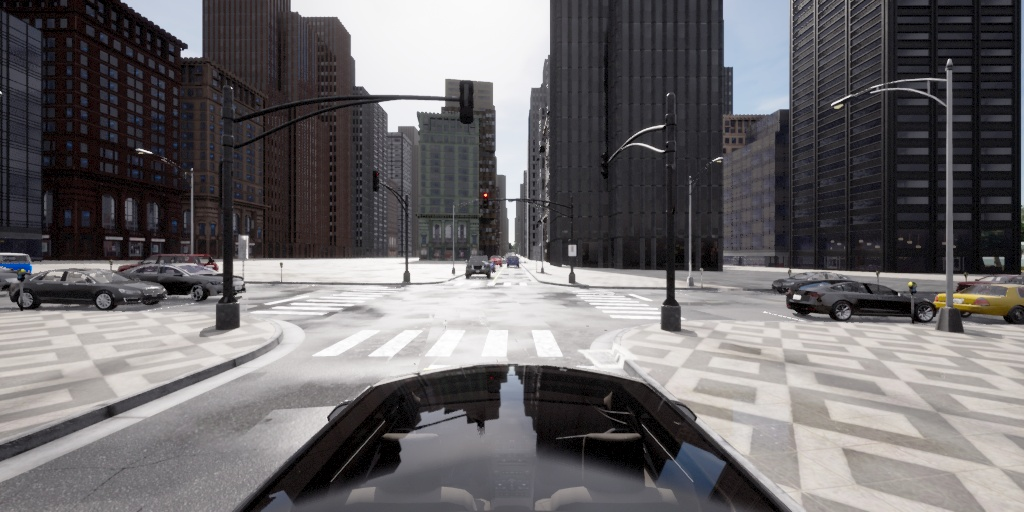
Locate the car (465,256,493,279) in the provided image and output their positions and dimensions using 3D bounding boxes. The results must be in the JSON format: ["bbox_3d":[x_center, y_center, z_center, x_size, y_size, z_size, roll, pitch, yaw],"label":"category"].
[{"bbox_3d":[-3.091,0.971,33.390,2.150,2.045,5.566,0,0,-3],"label":"car"}]

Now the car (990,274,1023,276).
[{"bbox_3d":[29.095,1.765,21.150,4.507,1.381,1.888,0,0,0],"label":"car"}]

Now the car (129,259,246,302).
[{"bbox_3d":[-14.136,1.065,15.348,4.902,1.511,2.128,1,0,1],"label":"car"}]

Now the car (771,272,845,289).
[{"bbox_3d":[17.809,1.591,21.169,4.403,1.370,2.007,0,0,0],"label":"car"}]

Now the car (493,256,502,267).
[{"bbox_3d":[-2.927,0.977,65.121,2.150,2.045,5.566,0,-1,1],"label":"car"}]

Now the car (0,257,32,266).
[{"bbox_3d":[-23.551,0.935,15.377,4.902,1.511,2.128,1,0,0],"label":"car"}]

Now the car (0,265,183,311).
[{"bbox_3d":[-14.764,1.116,12.604,4.403,1.370,2.007,0,0,0],"label":"car"}]

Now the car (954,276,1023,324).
[{"bbox_3d":[17.956,1.571,12.644,4.829,1.417,1.751,0,0,0],"label":"car"}]

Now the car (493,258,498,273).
[{"bbox_3d":[-3.032,1.275,44.491,1.812,1.442,4.674,0,0,0],"label":"car"}]

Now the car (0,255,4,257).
[{"bbox_3d":[-30.241,0.830,18.583,5.008,1.535,1.882,1,0,0],"label":"car"}]

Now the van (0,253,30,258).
[{"bbox_3d":[-31.116,0.680,21.157,3.998,1.789,1.690,0,0,0],"label":"van"}]

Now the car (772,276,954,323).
[{"bbox_3d":[12.143,1.524,12.654,4.313,1.339,1.948,0,0,0],"label":"car"}]

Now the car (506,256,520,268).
[{"bbox_3d":[0.190,0.973,62.667,2.150,2.045,5.566,0,0,0],"label":"car"}]

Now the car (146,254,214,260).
[{"bbox_3d":[-20.198,0.799,21.138,5.009,1.841,2.192,0,0,0],"label":"car"}]
